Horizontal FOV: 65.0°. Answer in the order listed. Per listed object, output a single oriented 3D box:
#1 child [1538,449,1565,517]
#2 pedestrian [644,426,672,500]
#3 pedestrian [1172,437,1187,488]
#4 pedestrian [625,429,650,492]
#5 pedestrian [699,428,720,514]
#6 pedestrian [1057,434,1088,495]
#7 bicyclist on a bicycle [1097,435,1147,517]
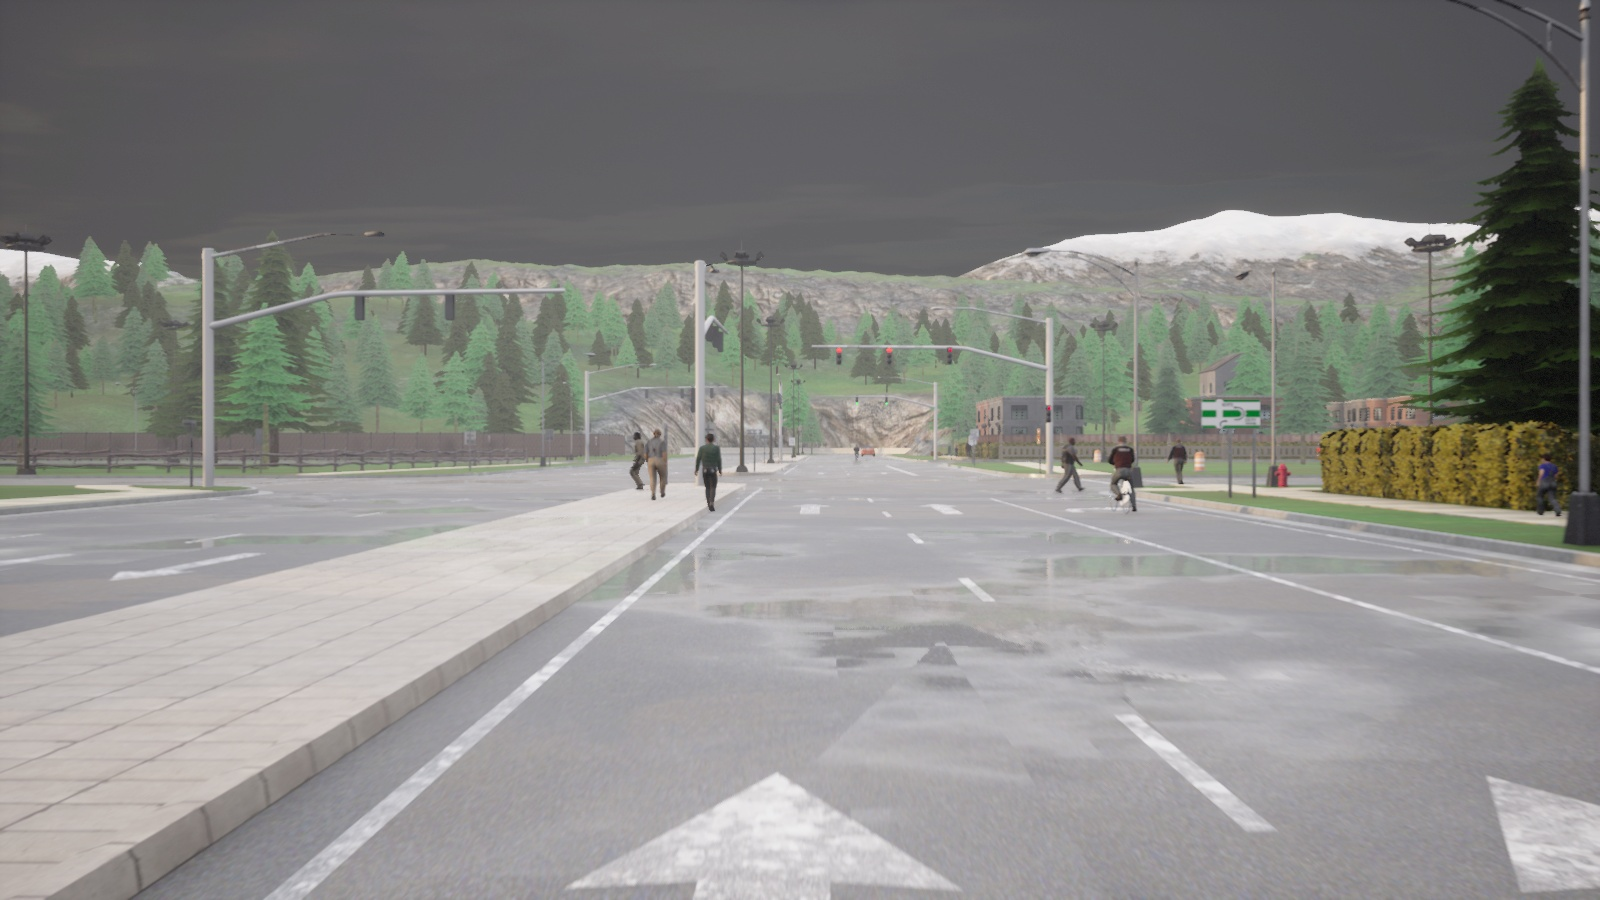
[{"bbox_3d":[14.114,0.621,23.598,0.270,1.263,0.437,0,0,5],"label":"child"},{"bbox_3d":[-3.595,0.321,31.721,0.540,1.848,0.694,0,0,9],"label":"pedestrian"},{"bbox_3d":[13.907,0.440,45.993,0.376,1.854,0.720,0,0,5],"label":"pedestrian"},{"bbox_3d":[-4.988,0.309,38.586,0.692,1.930,0.396,0,0,2],"label":"pedestrian"},{"bbox_3d":[-2.081,0.472,28.947,0.423,1.949,0.788,0,0,1],"label":"pedestrian"},{"bbox_3d":[8.537,0.449,39.384,0.849,1.883,0.563,0,0,-2],"label":"pedestrian"},{"bbox_3d":[7.177,0.556,28.077,0.659,1.776,1.843,0,0,0],"label":"bicyclist on a bicycle"}]
